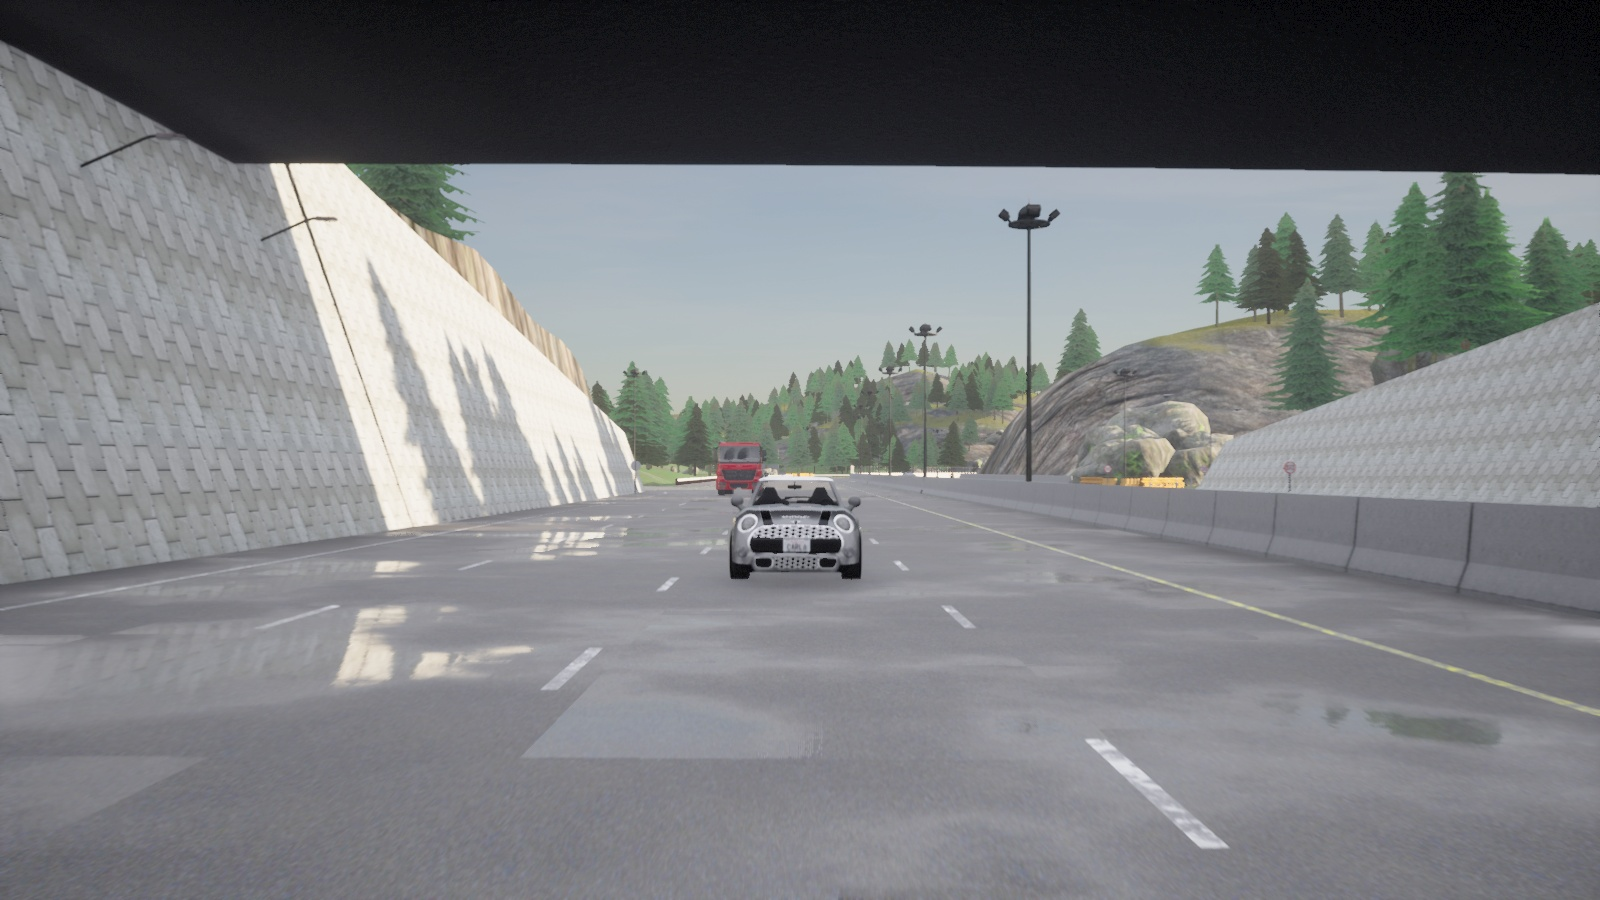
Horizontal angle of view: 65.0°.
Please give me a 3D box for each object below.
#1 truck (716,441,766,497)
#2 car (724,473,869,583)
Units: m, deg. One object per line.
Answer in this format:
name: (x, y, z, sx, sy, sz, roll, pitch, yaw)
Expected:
truck: (-3.781, 1.215, 81.680, 2.891, 3.462, 7.936, 0, -1, 0)
car: (-0.055, 1.099, 19.053, 1.970, 1.475, 3.806, 0, -1, 0)
